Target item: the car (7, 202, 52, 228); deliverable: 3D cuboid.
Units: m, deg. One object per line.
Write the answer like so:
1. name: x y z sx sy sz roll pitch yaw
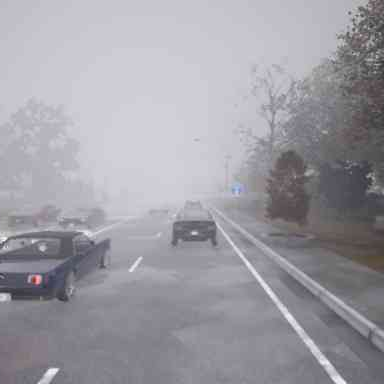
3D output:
1. car: -10.591 1.480 22.714 1.882 1.535 5.008 0 0 0

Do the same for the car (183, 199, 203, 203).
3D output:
1. car: 0.106 1.452 35.077 2.128 1.511 4.902 0 0 0

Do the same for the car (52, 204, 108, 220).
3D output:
1. car: -7.094 1.550 22.251 2.033 1.411 5.357 0 0 0

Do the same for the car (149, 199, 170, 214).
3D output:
1. car: -3.395 1.486 35.174 1.812 1.442 4.674 0 0 0

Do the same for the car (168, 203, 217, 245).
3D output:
1. car: 0.102 1.487 15.689 1.882 1.535 5.008 0 0 0

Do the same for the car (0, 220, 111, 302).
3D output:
1. car: -3.398 1.608 8.211 1.895 1.301 4.718 0 0 0
